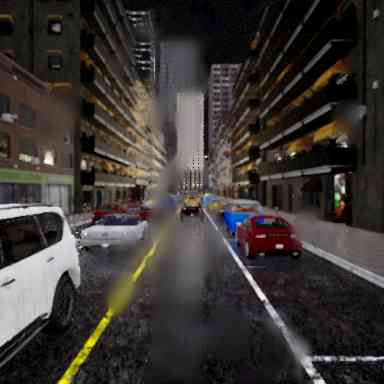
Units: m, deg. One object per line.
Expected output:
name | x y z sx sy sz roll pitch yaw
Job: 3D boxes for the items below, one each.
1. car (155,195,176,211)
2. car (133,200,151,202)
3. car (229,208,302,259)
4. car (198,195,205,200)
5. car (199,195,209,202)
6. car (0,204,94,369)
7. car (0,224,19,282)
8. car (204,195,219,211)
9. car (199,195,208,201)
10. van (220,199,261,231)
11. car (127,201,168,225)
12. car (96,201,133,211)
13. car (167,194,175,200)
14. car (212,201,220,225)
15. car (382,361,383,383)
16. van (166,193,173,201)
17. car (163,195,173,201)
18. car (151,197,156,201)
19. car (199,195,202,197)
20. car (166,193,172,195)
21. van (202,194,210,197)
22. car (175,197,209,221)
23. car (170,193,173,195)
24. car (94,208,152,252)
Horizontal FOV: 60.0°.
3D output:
car | -3.014 1.428 40.820 1.882 1.535 5.008 0 0 0
car | -5.697 1.539 34.548 1.802 1.307 4.206 0 0 0
car | 2.683 1.528 12.441 1.887 1.381 4.507 0 0 0
car | 2.684 1.458 95.293 2.008 1.369 4.403 -1 0 0
car | 2.683 1.473 73.198 2.008 1.369 4.403 -1 0 0
car | -3.087 1.216 3.828 2.150 2.045 5.566 0 0 0
car | -5.698 1.556 6.930 1.947 1.339 4.313 0 0 0
car | 2.683 1.476 40.228 1.752 1.417 4.829 -1 0 0
car | 2.683 1.469 78.722 2.008 1.369 4.403 -1 0 0
van | 2.682 1.317 17.964 1.690 1.788 3.998 0 0 0
car | -3.053 1.569 23.763 1.895 1.301 4.718 0 0 1
car | -5.698 1.514 23.501 1.887 1.381 4.507 0 0 0
car | -5.698 1.351 89.782 1.967 1.590 4.097 -1 0 0
car | 2.683 1.535 23.488 1.947 1.339 4.313 0 0 0
car | 2.683 1.564 1.394 1.947 1.339 4.313 0 0 0
van | -5.699 1.256 84.259 1.690 1.788 3.998 -1 0 0
car | -5.698 1.463 78.736 1.887 1.381 4.507 -1 0 0
car | -5.698 1.466 50.948 1.752 1.417 4.829 0 0 0
car | 0.085 1.422 46.811 1.882 1.535 5.008 0 0 0
car | -5.697 1.492 67.688 1.947 1.339 4.313 0 0 0
van | 2.681 1.281 51.106 1.690 1.788 3.998 -1 0 0
car | 0.017 1.457 26.794 2.128 1.511 4.902 0 0 0
car | -5.697 1.467 73.212 1.887 1.381 4.507 0 0 0
car | -3.075 1.582 14.023 1.895 1.301 4.718 0 0 0
